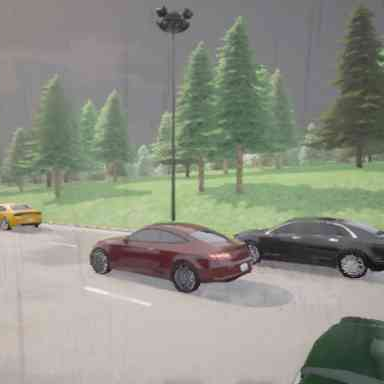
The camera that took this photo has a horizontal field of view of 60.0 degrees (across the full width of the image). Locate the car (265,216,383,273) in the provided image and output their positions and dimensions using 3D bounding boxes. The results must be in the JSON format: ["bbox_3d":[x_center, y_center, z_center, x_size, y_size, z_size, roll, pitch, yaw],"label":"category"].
[{"bbox_3d":[3.510,1.504,10.087,4.892,1.490,1.837,0,0,35],"label":"car"}]

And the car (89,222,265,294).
[{"bbox_3d":[-0.700,1.524,8.790,4.674,1.442,1.812,0,0,35],"label":"car"}]

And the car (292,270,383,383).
[{"bbox_3d":[2.990,1.602,1.860,4.718,1.301,1.895,0,0,35],"label":"car"}]

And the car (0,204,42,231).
[{"bbox_3d":[-11.331,1.467,20.669,5.008,1.535,1.882,0,0,35],"label":"car"}]
